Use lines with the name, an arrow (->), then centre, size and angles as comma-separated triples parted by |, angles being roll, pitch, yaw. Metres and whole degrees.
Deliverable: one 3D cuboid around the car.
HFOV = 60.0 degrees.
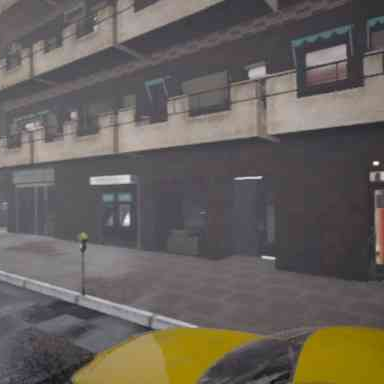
car -> 1.091, 1.526, 2.110 | 4.829, 1.417, 1.752 | 0, -1, 36
